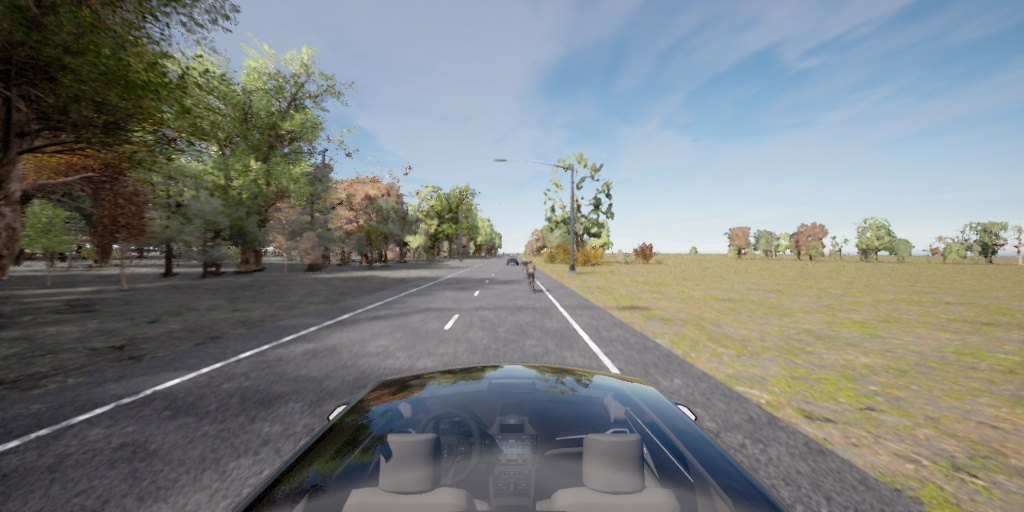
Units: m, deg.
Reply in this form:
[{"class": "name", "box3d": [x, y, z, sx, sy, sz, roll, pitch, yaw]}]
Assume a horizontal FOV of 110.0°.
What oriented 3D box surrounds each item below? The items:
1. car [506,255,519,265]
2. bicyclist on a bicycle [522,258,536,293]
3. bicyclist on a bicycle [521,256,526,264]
[{"class": "car", "box3d": [0.092, 0.720, 57.720, 1.837, 1.490, 4.892, 0, 0, 0]}, {"class": "bicyclist on a bicycle", "box3d": [0.965, 1.046, 18.143, 0.582, 1.620, 1.656, 0, 0, 0]}, {"class": "bicyclist on a bicycle", "box3d": [0.969, 0.872, 27.769, 0.659, 1.776, 1.843, 0, 1, 0]}]
